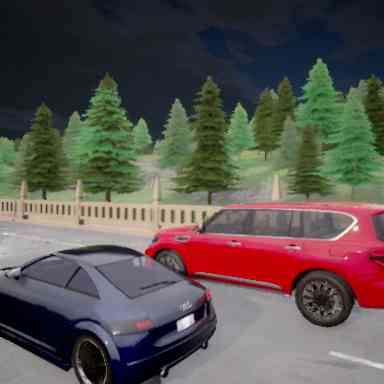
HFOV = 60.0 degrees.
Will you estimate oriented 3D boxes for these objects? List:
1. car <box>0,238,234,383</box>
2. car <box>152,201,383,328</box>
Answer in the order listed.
[{"bbox_3d":[-1.708,1.539,5.207,4.181,1.385,1.994,0,0,35],"label":"car"},{"bbox_3d":[1.503,1.205,7.218,5.566,2.045,2.150,0,0,35],"label":"car"}]
